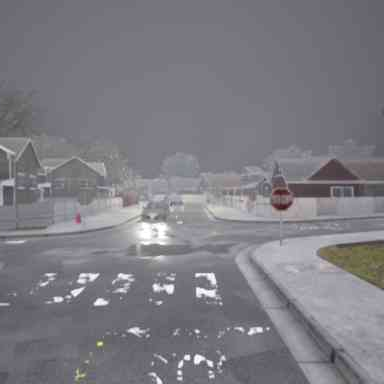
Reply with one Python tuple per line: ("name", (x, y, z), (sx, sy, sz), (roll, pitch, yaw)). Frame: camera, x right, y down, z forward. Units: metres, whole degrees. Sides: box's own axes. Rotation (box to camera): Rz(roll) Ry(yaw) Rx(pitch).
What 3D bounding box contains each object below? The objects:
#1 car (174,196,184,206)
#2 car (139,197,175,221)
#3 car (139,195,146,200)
("car", (-2.352, 1.423, 51.881), (1.882, 1.535, 5.008), (0, 1, -4))
("car", (-2.777, 1.477, 26.209), (2.128, 1.511, 4.902), (0, 1, 1))
("car", (-11.191, 1.483, 75.502), (1.812, 1.442, 4.674), (0, 0, -23))
